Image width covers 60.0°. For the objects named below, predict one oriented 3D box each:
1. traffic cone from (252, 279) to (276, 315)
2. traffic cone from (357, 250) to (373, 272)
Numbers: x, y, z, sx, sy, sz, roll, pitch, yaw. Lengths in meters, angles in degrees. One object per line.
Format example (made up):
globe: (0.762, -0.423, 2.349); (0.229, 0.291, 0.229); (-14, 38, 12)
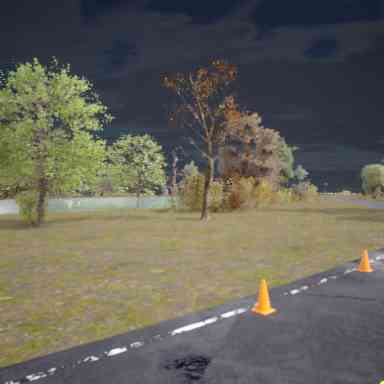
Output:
traffic cone: (1.371, 1.964, 6.337); (0.340, 0.580, 0.340); (0, 0, -40)
traffic cone: (4.982, 1.957, 9.563); (0.340, 0.580, 0.340); (0, 0, -44)
